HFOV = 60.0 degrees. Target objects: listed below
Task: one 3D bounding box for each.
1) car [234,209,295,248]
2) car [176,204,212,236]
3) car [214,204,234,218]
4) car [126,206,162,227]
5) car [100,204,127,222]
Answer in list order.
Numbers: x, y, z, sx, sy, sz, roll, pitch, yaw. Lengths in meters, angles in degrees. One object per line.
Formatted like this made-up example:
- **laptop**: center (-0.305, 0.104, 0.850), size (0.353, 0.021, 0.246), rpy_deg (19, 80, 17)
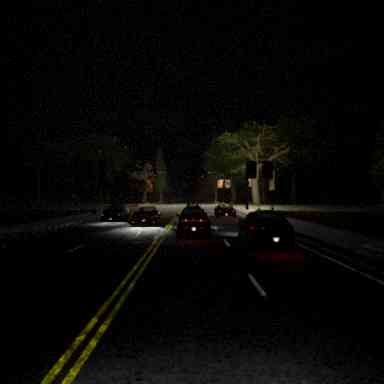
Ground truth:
- **car**: center (3.348, 1.648, 15.631), size (1.837, 1.490, 4.892), rpy_deg (0, -1, 0)
- **car**: center (0.099, 1.683, 19.545), size (1.837, 1.490, 4.892), rpy_deg (0, -1, 0)
- **car**: center (3.345, 1.922, 34.411), size (1.895, 1.301, 4.718), rpy_deg (0, -1, 0)
- **car**: center (-3.350, 1.791, 24.941), size (1.994, 1.385, 4.181), rpy_deg (0, -1, 0)
- **car**: center (-6.599, 1.820, 29.601), size (2.033, 1.411, 5.357), rpy_deg (0, -1, 0)
